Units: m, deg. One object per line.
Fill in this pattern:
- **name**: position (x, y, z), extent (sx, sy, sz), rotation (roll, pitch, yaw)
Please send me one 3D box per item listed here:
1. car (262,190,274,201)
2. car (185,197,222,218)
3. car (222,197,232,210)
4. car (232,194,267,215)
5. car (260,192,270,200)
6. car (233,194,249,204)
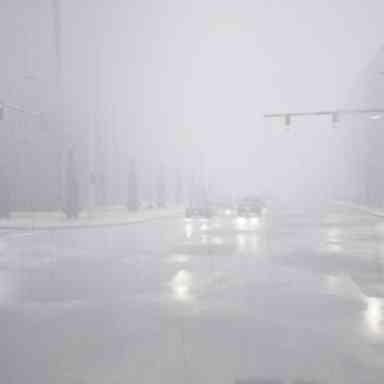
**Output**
- **car**: position (13.655, 0.612, 60.452), extent (2.150, 2.045, 5.566), rotation (0, 0, 16)
- **car**: position (0.844, 1.299, 26.762), extent (1.994, 1.385, 4.181), rotation (0, 1, 15)
- **car**: position (3.535, 1.200, 36.724), extent (1.994, 1.385, 4.181), rotation (0, 0, 15)
- **car**: position (5.169, 1.186, 29.342), extent (2.128, 1.511, 4.902), rotation (0, 1, 15)
- **car**: position (7.845, 1.101, 39.230), extent (1.837, 1.490, 4.892), rotation (0, 0, 15)
- **car**: position (7.693, 1.009, 52.043), extent (1.812, 1.442, 4.674), rotation (0, 1, 15)
